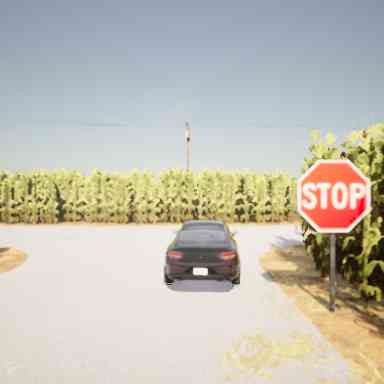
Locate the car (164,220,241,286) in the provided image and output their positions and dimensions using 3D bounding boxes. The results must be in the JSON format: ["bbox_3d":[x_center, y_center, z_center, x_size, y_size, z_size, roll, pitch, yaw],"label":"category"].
[{"bbox_3d":[0.354,1.514,9.336,1.812,1.442,4.674,0,0,4],"label":"car"}]
